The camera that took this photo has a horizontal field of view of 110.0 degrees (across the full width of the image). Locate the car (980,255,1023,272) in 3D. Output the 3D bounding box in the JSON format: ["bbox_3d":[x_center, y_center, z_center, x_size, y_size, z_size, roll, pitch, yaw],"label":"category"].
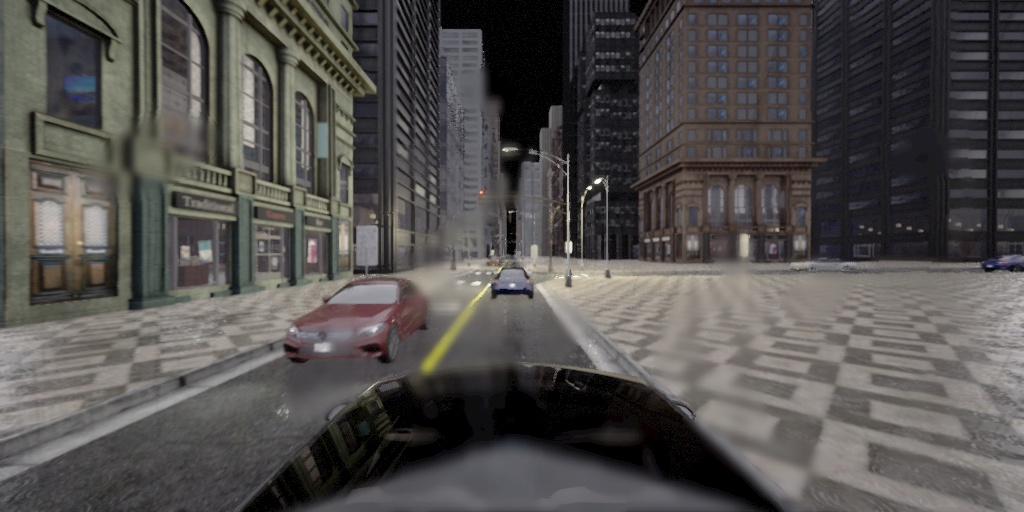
[{"bbox_3d":[40.952,0.624,28.994,4.674,1.442,1.812,-1,0,1],"label":"car"}]

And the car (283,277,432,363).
[{"bbox_3d":[-3.080,1.234,8.206,1.812,1.442,4.674,0,0,0],"label":"car"}]

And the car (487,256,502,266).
[{"bbox_3d":[-3.047,0.729,60.022,2.097,1.767,4.553,0,0,0],"label":"car"}]

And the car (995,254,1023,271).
[{"bbox_3d":[46.693,0.584,32.043,4.674,1.442,1.812,-1,0,0],"label":"car"}]

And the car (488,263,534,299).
[{"bbox_3d":[0.037,1.212,17.422,1.994,1.385,4.181,0,0,1],"label":"car"}]

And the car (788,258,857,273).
[{"bbox_3d":[27.754,0.812,32.124,4.718,1.301,1.895,-1,0,0],"label":"car"}]
